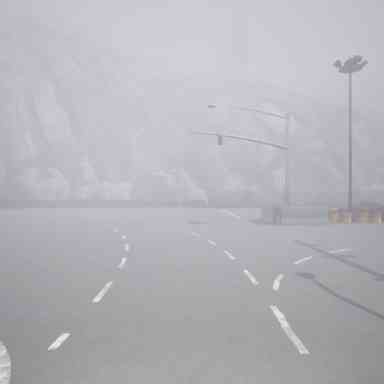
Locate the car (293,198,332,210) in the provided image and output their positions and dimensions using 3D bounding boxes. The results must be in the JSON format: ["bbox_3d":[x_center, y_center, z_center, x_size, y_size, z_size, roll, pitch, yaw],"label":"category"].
[{"bbox_3d":[15.299,1.462,41.041,5.357,1.411,2.033,0,0,-3],"label":"car"}]

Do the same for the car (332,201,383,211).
[{"bbox_3d":[15.590,1.500,30.541,4.181,1.385,1.994,0,0,-3],"label":"car"}]
